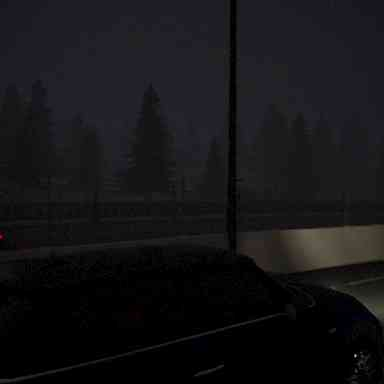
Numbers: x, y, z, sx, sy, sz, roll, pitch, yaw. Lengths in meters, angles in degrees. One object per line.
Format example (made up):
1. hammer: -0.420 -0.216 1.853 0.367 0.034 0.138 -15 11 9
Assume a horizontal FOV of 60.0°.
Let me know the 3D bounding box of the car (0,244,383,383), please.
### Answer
1. car: 0.026 1.364 3.542 4.553 1.767 2.097 0 0 -34
